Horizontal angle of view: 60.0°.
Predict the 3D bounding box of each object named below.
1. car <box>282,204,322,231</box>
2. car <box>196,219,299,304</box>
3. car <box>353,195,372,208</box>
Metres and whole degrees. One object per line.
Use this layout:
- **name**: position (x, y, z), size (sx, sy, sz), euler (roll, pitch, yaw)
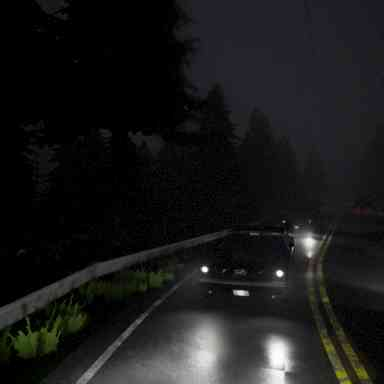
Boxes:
- **car**: position (6.707, 1.460, 20.053), size (2.033, 1.411, 5.357), euler (-2, 0, 26)
- **car**: position (1.605, 1.599, 8.421), size (1.895, 1.301, 4.718), euler (-1, 0, 18)
- **car**: position (20.697, 1.059, 40.209), size (2.128, 1.511, 4.902), euler (-2, 0, 28)
